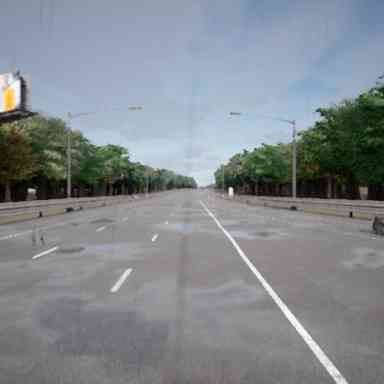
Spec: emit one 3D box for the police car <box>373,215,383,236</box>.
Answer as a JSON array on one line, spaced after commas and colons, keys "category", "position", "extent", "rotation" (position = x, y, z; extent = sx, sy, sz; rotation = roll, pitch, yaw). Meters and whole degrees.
[{"category": "police car", "position": [9.793, 1.267, 13.847], "extent": [2.038, 1.542, 4.974], "rotation": [0, 0, -11]}]
